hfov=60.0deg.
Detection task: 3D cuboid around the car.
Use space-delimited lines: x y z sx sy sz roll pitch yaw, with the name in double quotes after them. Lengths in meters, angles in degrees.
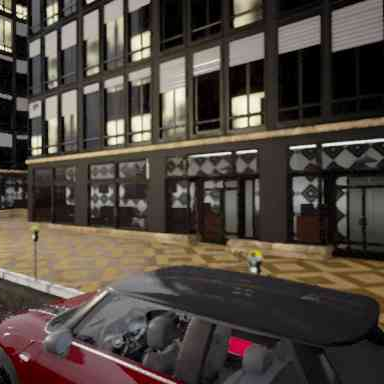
-0.220 1.432 3.048 4.097 1.590 1.967 0 -1 36 "car"
